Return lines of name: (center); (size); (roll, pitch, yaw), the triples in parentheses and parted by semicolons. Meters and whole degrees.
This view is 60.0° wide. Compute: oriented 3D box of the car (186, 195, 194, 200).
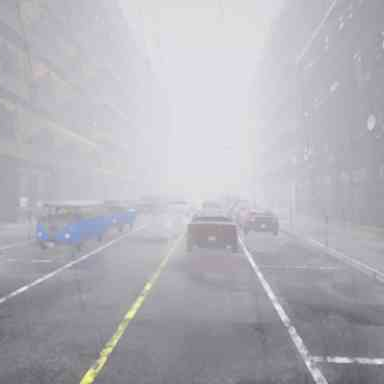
car: (-0.503, 1.374, 85.007); (1.802, 1.307, 4.206); (2, 0, 3)

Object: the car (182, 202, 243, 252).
car: (0.824, 1.425, 13.783); (1.882, 1.535, 5.008); (1, 0, 3)

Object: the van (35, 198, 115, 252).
van: (-4.606, 1.234, 13.223); (1.690, 1.788, 3.998); (2, 0, 3)

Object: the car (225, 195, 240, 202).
car: (4.210, 1.370, 29.278); (1.967, 1.590, 4.097); (2, 0, 3)

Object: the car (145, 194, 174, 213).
car: (-3.340, 1.147, 35.310); (2.192, 1.841, 5.009); (2, 0, 3)

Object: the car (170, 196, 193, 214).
car: (-1.154, 1.395, 30.347); (1.812, 1.442, 4.674); (1, 0, 4)

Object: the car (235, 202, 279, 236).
car: (3.566, 1.504, 18.235); (1.887, 1.381, 4.507); (2, 0, 3)

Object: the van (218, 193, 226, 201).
van: (7.018, 1.214, 78.981); (1.690, 1.788, 3.998); (2, 0, 3)

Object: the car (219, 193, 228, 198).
car: (4.806, 1.218, 40.323); (2.192, 1.841, 5.009); (2, 0, 3)

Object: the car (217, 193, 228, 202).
car: (6.703, 1.186, 73.458); (2.192, 1.841, 5.009); (2, 0, 3)

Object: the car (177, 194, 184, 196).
car: (-2.716, 1.375, 46.355); (1.947, 1.339, 4.313); (2, 0, 3)

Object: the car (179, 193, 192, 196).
car: (-1.759, 1.106, 62.917); (2.192, 1.841, 5.009); (2, 0, 3)

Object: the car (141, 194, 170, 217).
car: (-3.657, 1.161, 29.789); (2.192, 1.841, 5.009); (2, 0, 3)

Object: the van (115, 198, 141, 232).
van: (-4.291, 1.217, 18.747); (1.690, 1.788, 3.998); (2, 0, 3)

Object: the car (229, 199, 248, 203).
car: (3.883, 1.488, 23.756); (1.887, 1.381, 4.507); (2, 0, 3)

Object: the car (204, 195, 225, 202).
car: (1.821, 1.376, 31.173); (1.882, 1.535, 5.008); (1, 0, 3)

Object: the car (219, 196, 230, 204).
car: (6.062, 1.456, 62.414); (1.802, 1.307, 4.206); (2, 0, 3)
